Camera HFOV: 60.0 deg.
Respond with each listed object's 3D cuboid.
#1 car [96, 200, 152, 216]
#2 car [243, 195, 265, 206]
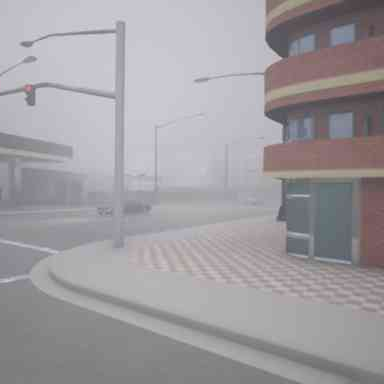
[{"bbox_3d":[-5.526,1.309,27.356,1.895,1.301,4.718,1,1,35],"label":"car"},{"bbox_3d":[9.115,1.117,48.487,1.812,1.442,4.674,1,1,35],"label":"car"}]
